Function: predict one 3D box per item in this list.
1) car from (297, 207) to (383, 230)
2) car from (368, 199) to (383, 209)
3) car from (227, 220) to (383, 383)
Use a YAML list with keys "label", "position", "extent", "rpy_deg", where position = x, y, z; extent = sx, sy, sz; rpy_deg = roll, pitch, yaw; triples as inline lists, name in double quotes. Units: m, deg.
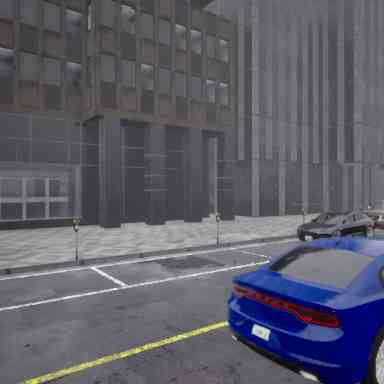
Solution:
- label: "car"
  position: [6.687, 1.565, 15.285]
  extent: [4.313, 1.339, 1.947]
  rpy_deg: [0, 0, -35]
- label: "car"
  position: [11.275, 1.314, 18.559]
  extent: [5.009, 1.841, 2.192]
  rpy_deg: [0, 0, -35]
- label: "car"
  position: [2.820, 1.477, 5.326]
  extent: [5.008, 1.535, 1.882]
  rpy_deg: [0, 0, -35]
